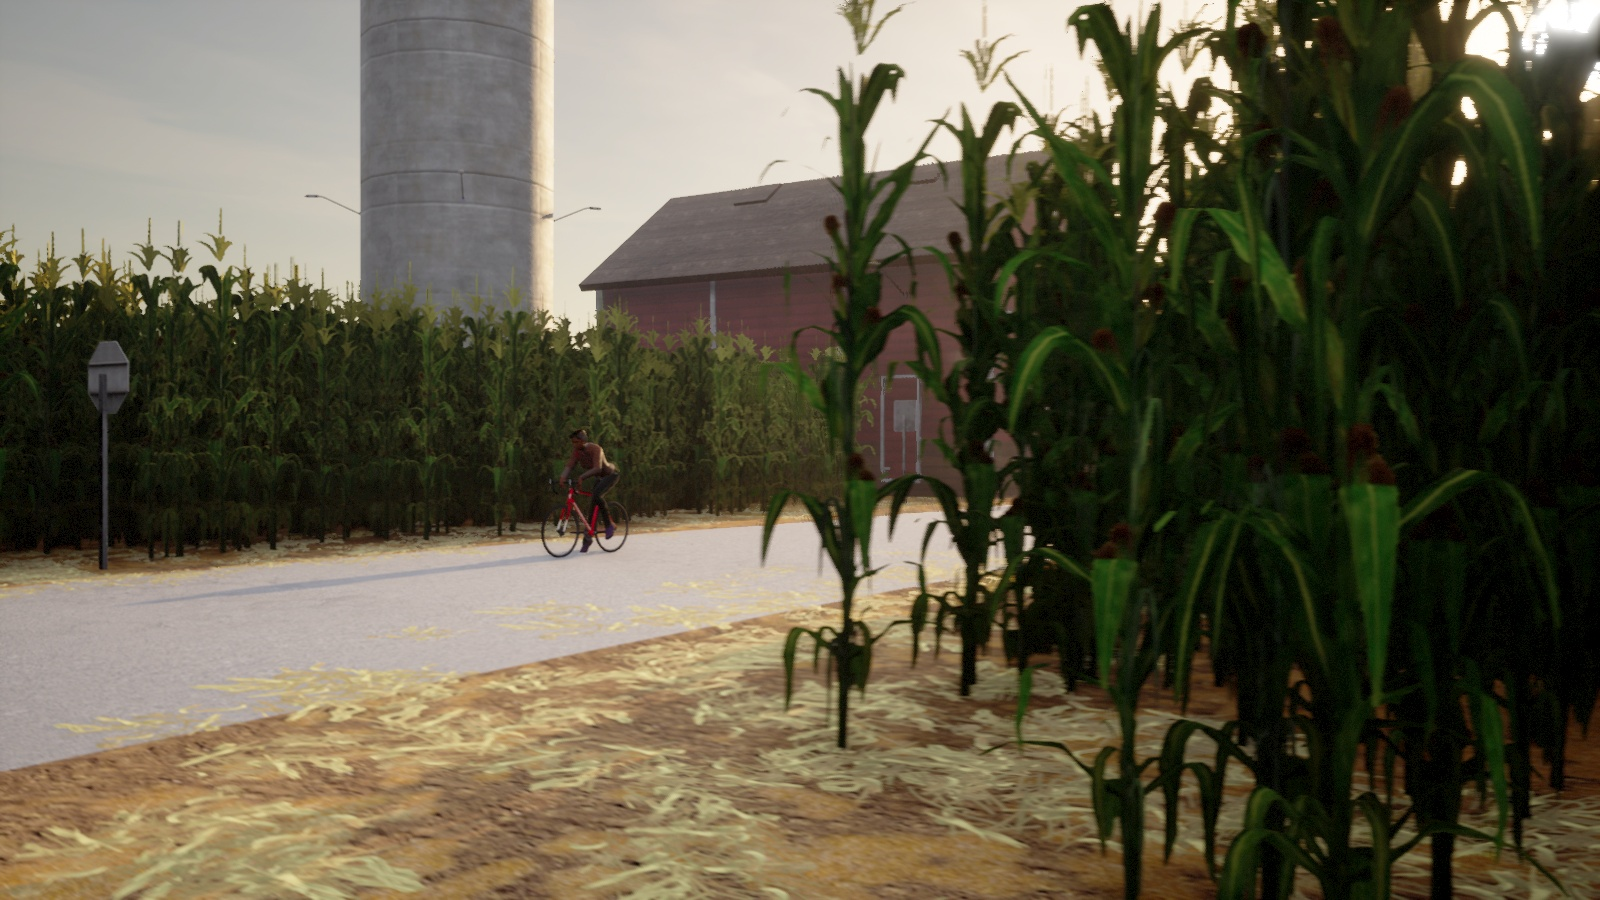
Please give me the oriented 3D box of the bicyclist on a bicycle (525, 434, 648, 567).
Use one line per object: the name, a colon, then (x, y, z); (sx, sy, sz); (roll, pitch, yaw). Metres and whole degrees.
bicyclist on a bicycle: (-2.726, 0.614, 16.183); (0.582, 1.620, 1.656); (-1, 0, 33)
